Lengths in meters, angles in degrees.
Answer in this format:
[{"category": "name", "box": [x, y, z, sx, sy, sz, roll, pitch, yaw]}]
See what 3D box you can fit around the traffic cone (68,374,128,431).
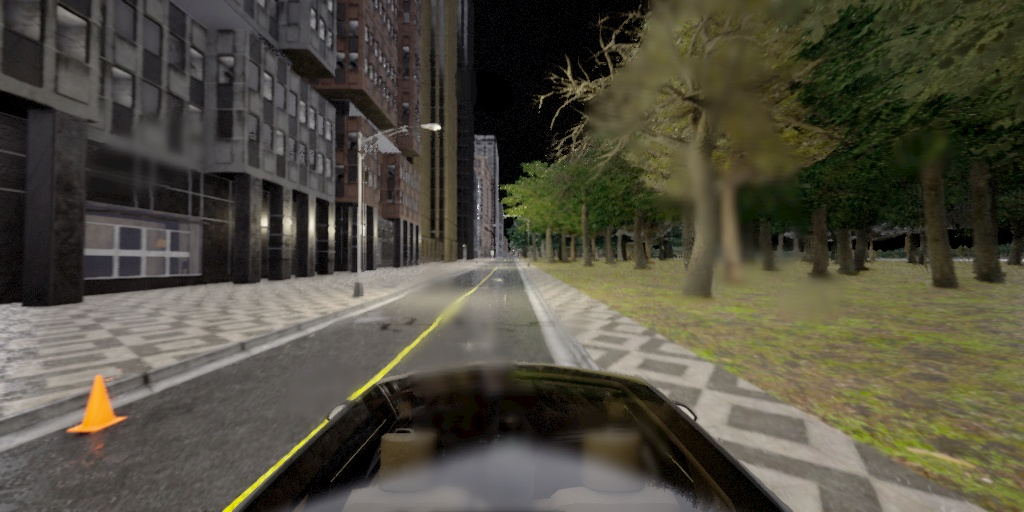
[{"category": "traffic cone", "box": [-4.899, 1.705, 4.252, 0.340, 0.580, 0.340, 0, 0, 0]}]
